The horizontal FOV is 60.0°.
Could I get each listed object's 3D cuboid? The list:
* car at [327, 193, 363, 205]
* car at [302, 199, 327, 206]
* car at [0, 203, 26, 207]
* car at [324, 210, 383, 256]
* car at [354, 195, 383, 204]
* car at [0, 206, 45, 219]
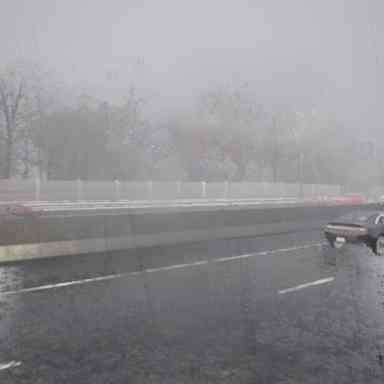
[{"bbox_3d":[21.184,1.200,44.864,5.566,2.045,2.150,0,0,-35],"label":"car"},{"bbox_3d":[17.573,1.577,46.594,4.718,1.301,1.895,0,0,-35],"label":"car"},{"bbox_3d":[-12.080,1.476,21.173,5.008,1.535,1.882,0,0,-35],"label":"car"},{"bbox_3d":[7.260,1.480,13.222,4.902,1.511,2.128,0,0,-36],"label":"car"},{"bbox_3d":[23.173,1.468,41.988,4.902,1.511,2.128,0,0,-35],"label":"car"},{"bbox_3d":[-9.292,1.547,14.561,5.357,1.411,2.033,0,0,-35],"label":"car"}]
